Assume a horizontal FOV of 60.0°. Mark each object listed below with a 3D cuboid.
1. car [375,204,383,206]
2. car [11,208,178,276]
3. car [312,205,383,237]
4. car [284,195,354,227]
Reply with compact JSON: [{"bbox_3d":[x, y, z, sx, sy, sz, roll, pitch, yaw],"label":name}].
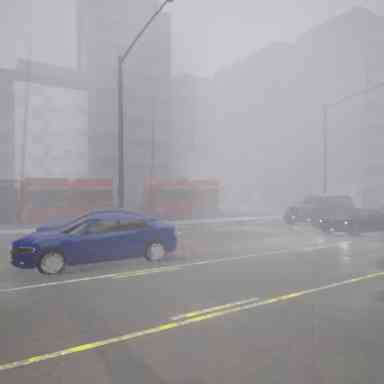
[{"bbox_3d":[15.111,1.636,26.063,4.181,1.385,1.994,0,0,-33],"label":"car"},{"bbox_3d":[-2.844,1.453,10.443,5.008,1.535,1.882,0,0,-33],"label":"car"},{"bbox_3d":[8.950,1.604,18.014,4.718,1.301,1.895,0,0,-33],"label":"car"},{"bbox_3d":[8.523,1.225,21.938,5.566,2.045,2.150,0,0,-34],"label":"car"}]
